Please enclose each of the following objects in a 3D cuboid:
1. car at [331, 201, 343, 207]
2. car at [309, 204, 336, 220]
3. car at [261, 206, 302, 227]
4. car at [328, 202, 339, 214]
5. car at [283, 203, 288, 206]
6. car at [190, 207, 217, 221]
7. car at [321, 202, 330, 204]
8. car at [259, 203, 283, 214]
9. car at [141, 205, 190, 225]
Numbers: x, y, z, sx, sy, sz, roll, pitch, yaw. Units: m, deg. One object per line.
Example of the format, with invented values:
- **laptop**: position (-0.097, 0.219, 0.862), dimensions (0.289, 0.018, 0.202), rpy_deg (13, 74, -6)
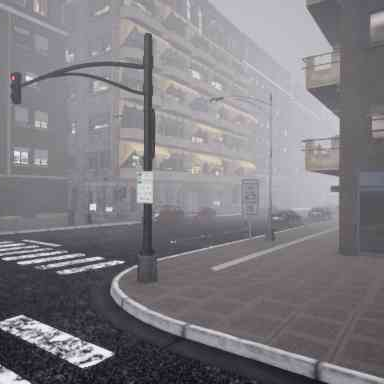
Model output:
- **car**: position (36.428, 3.021, 83.483), dimensions (1.967, 1.590, 4.097), rpy_deg (-1, -1, 35)
- **car**: position (14.164, 2.295, 36.767), dimensions (1.947, 1.339, 4.313), rpy_deg (-1, -2, 35)
- **car**: position (7.692, 2.095, 27.444), dimensions (1.947, 1.339, 4.313), rpy_deg (-1, -2, 35)
- **car**: position (20.732, 2.458, 46.231), dimensions (1.752, 1.417, 4.829), rpy_deg (-1, -2, 35)
- **car**: position (13.708, 2.404, 50.692), dimensions (1.752, 1.417, 4.829), rpy_deg (-1, -1, 35)
- **car**: position (0.863, 2.063, 32.185), dimensions (1.802, 1.307, 4.206), rpy_deg (-1, -1, 35)
- **car**: position (19.502, 2.545, 48.921), dimensions (1.895, 1.301, 4.718), rpy_deg (0, -1, 35)
- **car**: position (10.569, 2.326, 46.170), dimensions (1.887, 1.381, 4.507), rpy_deg (-1, -1, 35)
- **car**: position (-2.372, 1.821, 27.527), dimensions (1.967, 1.590, 4.097), rpy_deg (-1, -1, 35)
